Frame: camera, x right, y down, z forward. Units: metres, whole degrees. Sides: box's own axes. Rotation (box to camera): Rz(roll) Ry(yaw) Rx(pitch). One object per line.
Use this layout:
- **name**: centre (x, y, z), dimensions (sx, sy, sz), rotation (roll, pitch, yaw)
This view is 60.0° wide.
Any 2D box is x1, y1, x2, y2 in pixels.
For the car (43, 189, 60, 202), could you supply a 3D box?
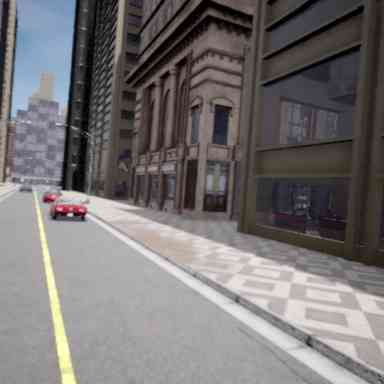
- **car**: centre (-14.884, 0.399, 35.728), dimensions (1.994, 1.385, 4.181), rotation (4, 0, -25)

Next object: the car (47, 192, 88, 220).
- **car**: centre (-7.886, 0.969, 21.073), dimensions (1.895, 1.301, 4.718), rotation (4, 0, -25)

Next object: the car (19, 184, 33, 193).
- **car**: centre (-28.823, -0.623, 57.817), dimensions (1.994, 1.385, 4.181), rotation (4, 0, -26)
